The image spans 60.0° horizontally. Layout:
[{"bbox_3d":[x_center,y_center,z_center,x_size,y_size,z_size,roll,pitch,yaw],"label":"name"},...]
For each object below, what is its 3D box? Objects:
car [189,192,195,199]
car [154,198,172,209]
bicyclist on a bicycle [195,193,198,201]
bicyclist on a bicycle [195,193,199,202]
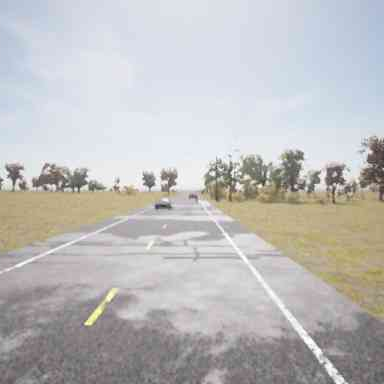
[{"bbox_3d":[0.005,1.137,91.799,1.837,1.490,4.892,0,0,0],"label":"car"},{"bbox_3d":[-3.580,1.458,41.968,1.994,1.385,4.181,0,0,0],"label":"car"},{"bbox_3d":[0.966,1.192,74.064,0.659,1.776,1.843,0,0,0],"label":"bicyclist on a bicycle"},{"bbox_3d":[0.961,1.276,65.589,0.866,1.612,1.509,0,0,0],"label":"bicyclist on a bicycle"}]
